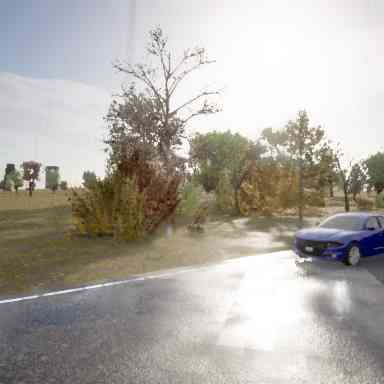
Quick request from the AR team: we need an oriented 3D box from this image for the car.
[{"bbox_3d":[5.638,1.475,11.637,5.008,1.535,1.882,0,0,-35],"label":"car"}]
